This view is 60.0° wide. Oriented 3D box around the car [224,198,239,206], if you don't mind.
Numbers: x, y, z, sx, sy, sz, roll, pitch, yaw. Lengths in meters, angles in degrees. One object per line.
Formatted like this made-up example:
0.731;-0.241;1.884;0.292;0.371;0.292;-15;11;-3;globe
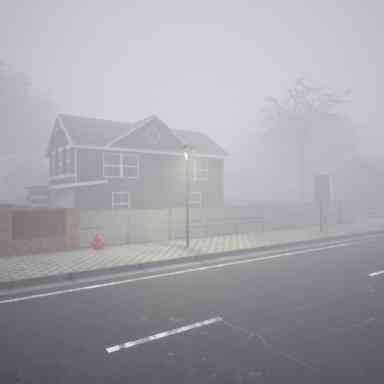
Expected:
5.721;1.543;44.479;2.128;1.511;4.902;0;0;-35;car
